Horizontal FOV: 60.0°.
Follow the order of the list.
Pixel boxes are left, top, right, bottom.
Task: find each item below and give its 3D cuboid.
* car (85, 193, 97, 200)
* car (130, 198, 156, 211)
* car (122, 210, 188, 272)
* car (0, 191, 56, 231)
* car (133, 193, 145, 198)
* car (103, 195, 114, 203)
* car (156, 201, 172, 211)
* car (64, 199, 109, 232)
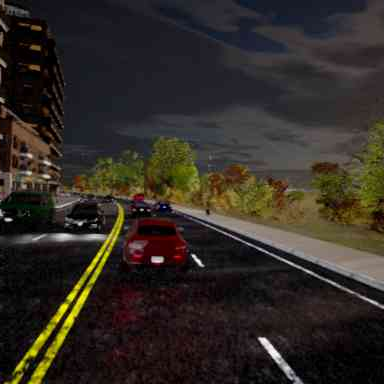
[{"bbox_3d":[-19.379,1.074,63.958,2.097,1.767,4.553,2,0,-15],"label":"car"},{"bbox_3d":[-4.900,1.624,31.571,2.033,1.411,5.357,3,-1,-12],"label":"car"},{"bbox_3d":[-1.233,1.572,10.802,1.812,1.442,4.674,3,-1,-9],"label":"car"},{"bbox_3d":[-9.364,1.000,18.945,2.150,2.045,5.566,2,0,-10],"label":"car"},{"bbox_3d":[-11.511,1.348,72.008,2.150,2.045,5.566,2,0,-16],"label":"car"},{"bbox_3d":[-16.249,1.353,64.806,1.837,1.490,4.892,3,0,-15],"label":"car"},{"bbox_3d":[-3.693,1.774,41.418,1.994,1.385,4.181,3,-1,-12],"label":"car"},{"bbox_3d":[-6.198,1.423,19.596,1.837,1.490,4.892,3,-1,-10],"label":"car"}]
